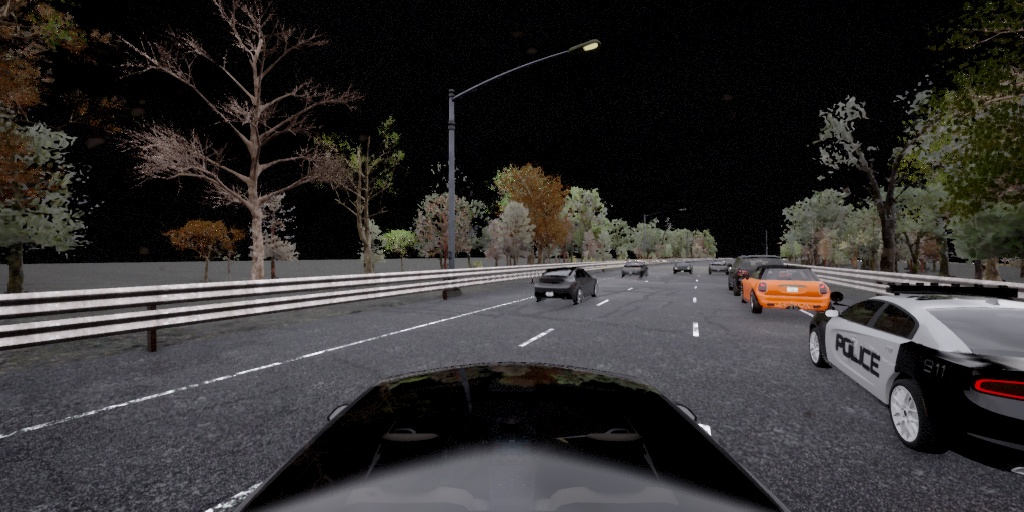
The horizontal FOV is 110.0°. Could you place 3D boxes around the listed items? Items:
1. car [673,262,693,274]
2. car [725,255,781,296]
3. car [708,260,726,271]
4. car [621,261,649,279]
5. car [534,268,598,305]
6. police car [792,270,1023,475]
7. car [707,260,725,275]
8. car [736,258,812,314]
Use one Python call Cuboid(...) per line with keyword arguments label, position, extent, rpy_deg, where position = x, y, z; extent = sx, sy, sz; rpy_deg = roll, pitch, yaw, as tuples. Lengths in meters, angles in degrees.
Cuboid(label="car", position=(19.487, 1.369, 40.720), extent=(1.895, 1.301, 4.718), rpy_deg=(0, 0, 29))
Cuboid(label="car", position=(12.723, 0.978, 18.754), extent=(2.150, 2.045, 5.566), rpy_deg=(0, 0, 27))
Cuboid(label="car", position=(29.119, 1.333, 50.884), extent=(2.033, 1.411, 5.357), rpy_deg=(0, 0, 30))
Cuboid(label="car", position=(11.496, 1.251, 33.386), extent=(2.128, 1.511, 4.902), rpy_deg=(0, 0, 28))
Cuboid(label="car", position=(2.588, 1.255, 16.373), extent=(1.837, 1.490, 4.892), rpy_deg=(0, 0, 27))
Cuboid(label="police car", position=(5.627, 1.175, 4.727), extent=(1.930, 1.638, 5.238), rpy_deg=(0, 0, 26))
Cuboid(label="car", position=(22.610, 1.261, 39.273), extent=(2.128, 1.511, 4.902), rpy_deg=(0, 0, 30))
Cuboid(label="car", position=(9.987, 1.102, 13.431), extent=(2.097, 1.767, 4.553), rpy_deg=(0, 0, 27))
